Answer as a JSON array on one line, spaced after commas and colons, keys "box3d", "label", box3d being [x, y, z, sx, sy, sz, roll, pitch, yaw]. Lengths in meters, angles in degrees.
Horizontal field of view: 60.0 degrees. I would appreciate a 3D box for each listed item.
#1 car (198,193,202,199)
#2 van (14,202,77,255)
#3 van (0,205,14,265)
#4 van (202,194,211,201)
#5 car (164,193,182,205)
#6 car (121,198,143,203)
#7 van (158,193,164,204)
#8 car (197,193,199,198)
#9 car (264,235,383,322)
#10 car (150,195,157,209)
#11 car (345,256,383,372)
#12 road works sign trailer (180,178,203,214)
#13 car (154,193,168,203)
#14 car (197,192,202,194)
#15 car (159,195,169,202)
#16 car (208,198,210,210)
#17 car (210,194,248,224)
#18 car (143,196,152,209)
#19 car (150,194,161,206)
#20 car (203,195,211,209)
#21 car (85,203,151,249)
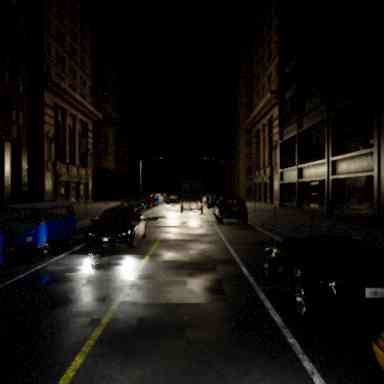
[{"box3d": [2.726, 1.378, 68.874, 1.802, 1.307, 4.206, 0, 0, 0], "label": "car"}, {"box3d": [-5.768, 1.298, 12.673, 1.690, 1.788, 3.998, 0, 0, 0], "label": "van"}, {"box3d": [-5.765, 1.316, 7.053, 1.690, 1.788, 3.998, 0, 0, 0], "label": "van"}, {"box3d": [2.738, 1.198, 46.398, 1.690, 1.788, 3.998, 0, 0, 0], "label": "van"}, {"box3d": [-3.096, 1.312, 54.564, 1.882, 1.535, 5.008, 0, 0, 0], "label": "car"}, {"box3d": [-5.778, 1.430, 29.357, 1.752, 1.417, 4.829, 0, 0, 0], "label": "car"}, {"box3d": [-5.790, 1.182, 52.001, 1.690, 1.788, 3.998, 0, 0, 0], "label": "van"}, {"box3d": [2.723, 1.363, 74.492, 1.802, 1.307, 4.206, 0, 0, 0], "label": "car"}, {"box3d": [2.760, 1.542, 7.068, 1.947, 1.339, 4.313, 0, 0, 0], "label": "car"}, {"box3d": [-5.784, 1.417, 40.764, 1.887, 1.381, 4.507, 0, 0, 0], "label": "car"}, {"box3d": [2.763, 1.520, 1.619, 1.752, 1.417, 4.829, 0, 0, 0], "label": "car"}, {"box3d": [-0.018, 0.355, 34.142, 2.380, 3.560, 2.880, 0, 0, 0], "label": "road works sign trailer"}, {"box3d": [-5.796, 1.126, 63.237, 2.192, 1.841, 5.009, 0, 0, 0], "label": "car"}, {"box3d": [2.719, 1.293, 80.281, 1.752, 1.417, 4.829, 0, 0, 0], "label": "car"}, {"box3d": [-5.799, 1.322, 68.687, 1.752, 1.417, 4.829, 0, 0, 0], "label": "car"}, {"box3d": [2.747, 1.455, 29.543, 2.008, 1.369, 4.403, 0, 0, 0], "label": "car"}, {"box3d": [2.751, 1.236, 23.924, 2.192, 1.841, 5.009, 0, 0, 0], "label": "car"}, {"box3d": [-5.781, 1.438, 35.152, 2.008, 1.369, 4.403, 0, 0, 0], "label": "car"}, {"box3d": [-5.787, 1.401, 46.383, 1.887, 1.381, 4.507, 0, 0, 0], "label": "car"}, {"box3d": [2.741, 1.423, 40.780, 2.008, 1.369, 4.403, 0, 0, 0], "label": "car"}, {"box3d": [-3.107, 1.456, 14.384, 1.837, 1.490, 4.892, 0, 0, 0], "label": "car"}]
